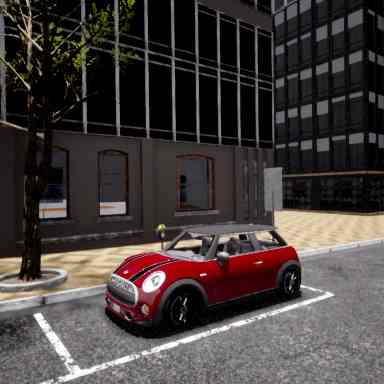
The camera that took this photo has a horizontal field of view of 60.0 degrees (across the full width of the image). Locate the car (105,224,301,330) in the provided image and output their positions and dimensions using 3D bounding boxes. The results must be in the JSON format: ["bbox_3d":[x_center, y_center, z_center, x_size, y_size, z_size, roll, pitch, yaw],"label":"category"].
[{"bbox_3d":[0.334,1.439,6.813,4.097,1.590,1.967,0,-1,-35],"label":"car"}]
